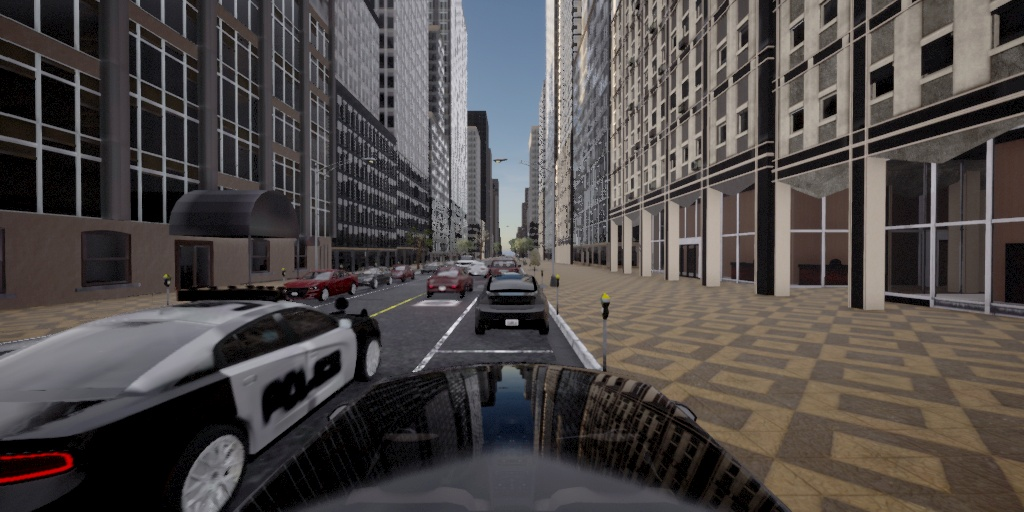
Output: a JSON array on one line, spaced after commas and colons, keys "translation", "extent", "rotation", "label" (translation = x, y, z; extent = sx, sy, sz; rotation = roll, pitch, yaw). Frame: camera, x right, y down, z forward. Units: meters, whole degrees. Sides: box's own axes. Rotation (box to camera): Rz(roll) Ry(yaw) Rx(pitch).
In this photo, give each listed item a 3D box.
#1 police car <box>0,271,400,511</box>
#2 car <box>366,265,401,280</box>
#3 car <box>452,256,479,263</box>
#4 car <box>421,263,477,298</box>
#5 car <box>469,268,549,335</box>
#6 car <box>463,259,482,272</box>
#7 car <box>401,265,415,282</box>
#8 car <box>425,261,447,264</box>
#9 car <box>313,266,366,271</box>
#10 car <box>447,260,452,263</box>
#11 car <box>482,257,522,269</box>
[{"translation": [-3.146, 1.174, 4.216], "extent": [1.930, 1.638, 5.238], "rotation": [0, 0, 0], "label": "police car"}, {"translation": [-8.838, 1.297, 22.523], "extent": [2.007, 1.370, 4.403], "rotation": [0, 0, 0], "label": "car"}, {"translation": [-6.158, 0.967, 48.080], "extent": [2.150, 2.045, 5.566], "rotation": [0, 0, 0], "label": "car"}, {"translation": [-3.119, 1.272, 18.485], "extent": [1.812, 1.442, 4.674], "rotation": [0, 0, 1], "label": "car"}, {"translation": [-0.001, 1.252, 10.501], "extent": [1.837, 1.490, 4.892], "rotation": [0, 0, 0], "label": "car"}, {"translation": [-3.119, 1.269, 33.492], "extent": [1.812, 1.442, 4.674], "rotation": [0, 0, 1], "label": "car"}, {"translation": [-8.837, 1.327, 28.206], "extent": [1.802, 1.307, 4.207], "rotation": [0, 0, 0], "label": "car"}, {"translation": [-8.837, 1.293, 39.574], "extent": [2.007, 1.370, 4.403], "rotation": [0, 0, 0], "label": "car"}, {"translation": [-8.837, 1.292, 16.839], "extent": [1.888, 1.381, 4.507], "rotation": [0, 0, 0], "label": "car"}, {"translation": [-8.837, 1.291, 50.940], "extent": [2.007, 1.370, 4.403], "rotation": [0, 0, 0], "label": "car"}, {"translation": [-0.457, 1.061, 22.523], "extent": [2.192, 1.841, 5.009], "rotation": [0, 0, 0], "label": "car"}]
